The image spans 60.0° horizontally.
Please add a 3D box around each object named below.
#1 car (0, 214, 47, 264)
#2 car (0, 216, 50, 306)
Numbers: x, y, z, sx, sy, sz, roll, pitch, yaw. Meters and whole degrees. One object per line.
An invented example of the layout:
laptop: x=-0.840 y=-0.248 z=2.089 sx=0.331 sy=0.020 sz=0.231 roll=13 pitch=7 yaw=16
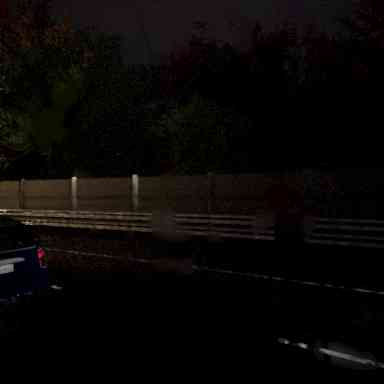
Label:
car: x=-7.812 y=1.614 z=12.508 sx=4.674 sy=1.442 sz=1.812 roll=0 pitch=0 yaw=28
car: x=-5.153 y=1.406 z=7.003 sx=4.553 sy=1.767 sz=2.097 roll=-1 pitch=0 yaw=31
